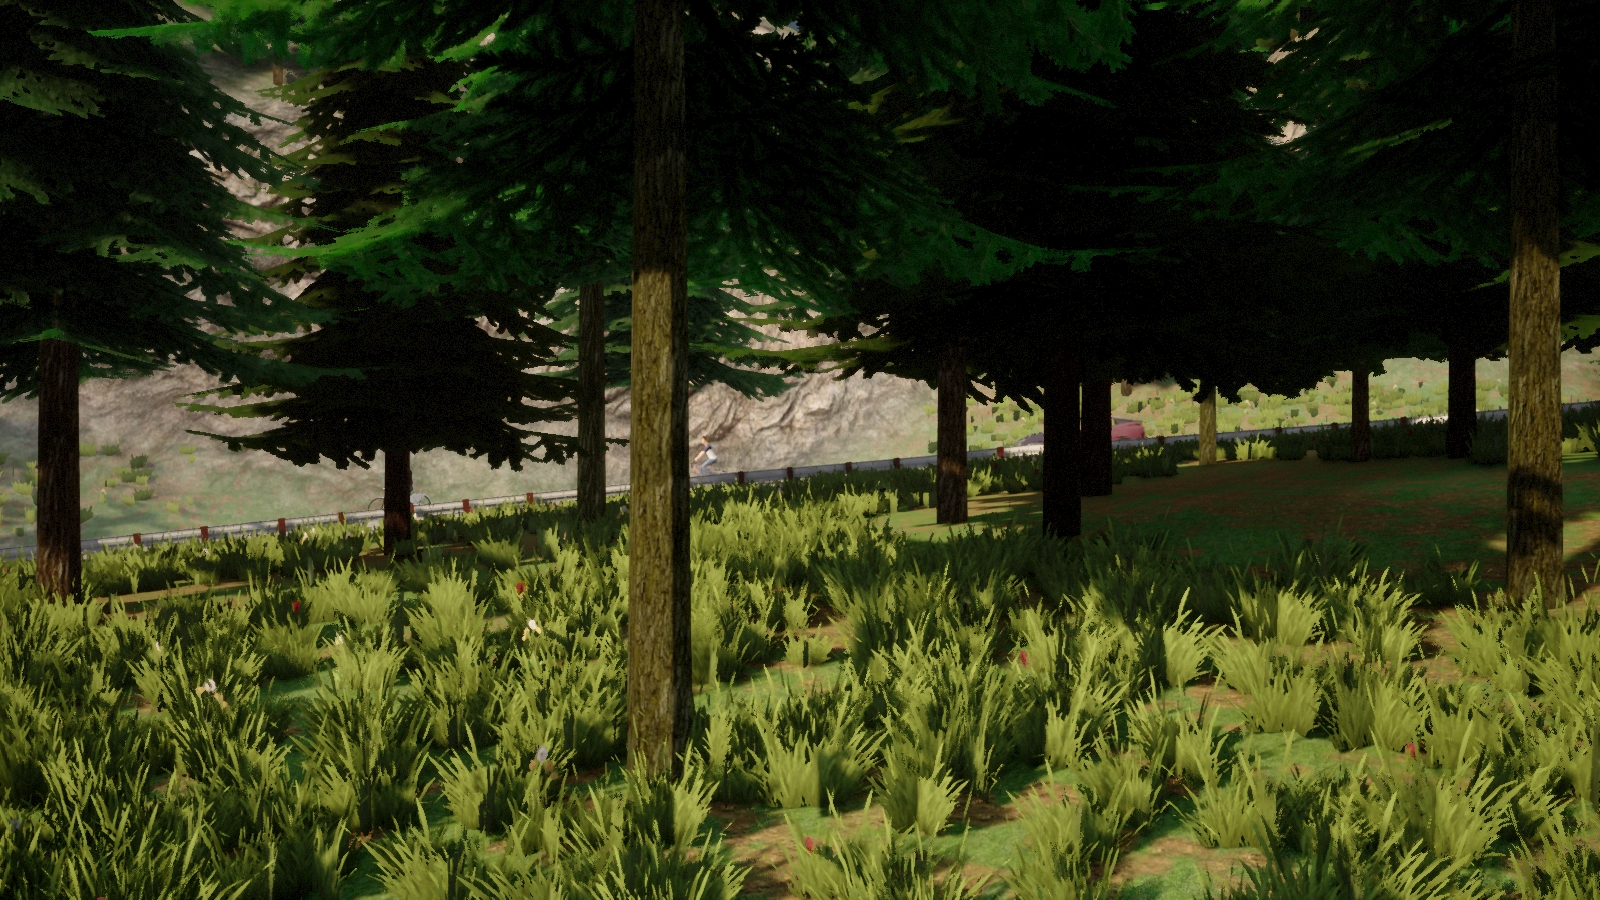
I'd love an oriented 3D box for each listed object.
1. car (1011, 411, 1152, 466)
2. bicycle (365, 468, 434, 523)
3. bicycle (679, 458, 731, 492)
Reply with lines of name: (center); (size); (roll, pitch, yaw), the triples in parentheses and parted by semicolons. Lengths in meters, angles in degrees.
car: (9.720, -0.385, 39.570); (4.514, 1.525, 2.007); (-4, -1, 14)
bicycle: (-12.075, 1.355, 34.490); (1.835, 1.471, 0.329); (-5, 2, -29)
bicycle: (-3.208, 0.845, 38.666); (1.643, 1.024, 0.373); (-4, 1, -11)
